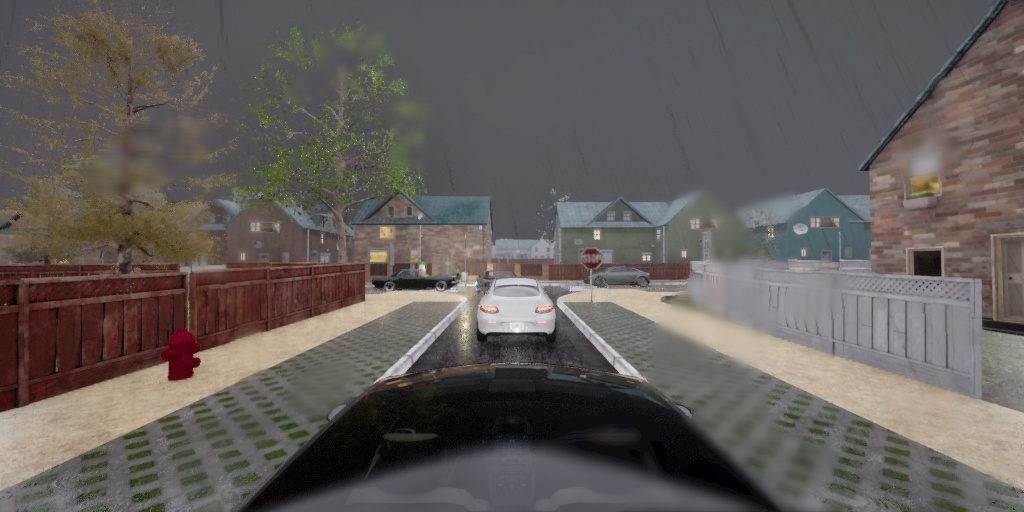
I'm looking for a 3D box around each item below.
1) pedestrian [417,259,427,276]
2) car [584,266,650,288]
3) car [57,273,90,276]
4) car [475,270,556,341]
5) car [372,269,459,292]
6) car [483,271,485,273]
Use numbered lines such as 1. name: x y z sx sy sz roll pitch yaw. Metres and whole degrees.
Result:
1. pedestrian: -6.709 1.118 26.808 0.375 1.860 0.375 0 -1 1
2. car: 6.868 1.341 23.715 4.181 1.385 1.994 0 -1 0
3. car: -25.614 1.632 21.186 4.718 1.301 1.895 -1 -1 1
4. car: 0.100 1.279 9.721 1.812 1.442 4.674 0 0 0
5. car: -5.489 1.416 20.923 4.718 1.301 1.895 -1 -1 1
6. car: -0.762 1.366 18.540 1.895 1.301 4.718 0 -1 -12
